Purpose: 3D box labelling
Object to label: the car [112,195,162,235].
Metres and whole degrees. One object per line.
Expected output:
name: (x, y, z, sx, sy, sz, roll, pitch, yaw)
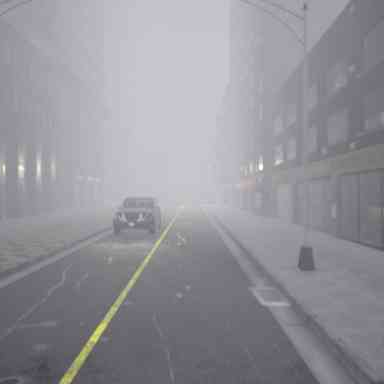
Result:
car: (-3.002, 1.251, 19.302, 2.150, 2.045, 5.566, 0, 0, 0)
